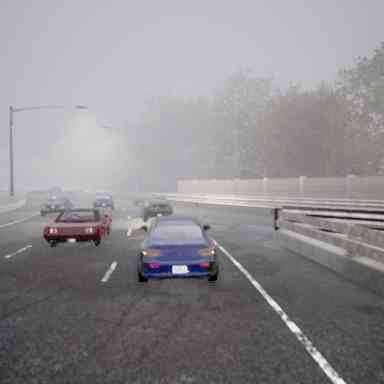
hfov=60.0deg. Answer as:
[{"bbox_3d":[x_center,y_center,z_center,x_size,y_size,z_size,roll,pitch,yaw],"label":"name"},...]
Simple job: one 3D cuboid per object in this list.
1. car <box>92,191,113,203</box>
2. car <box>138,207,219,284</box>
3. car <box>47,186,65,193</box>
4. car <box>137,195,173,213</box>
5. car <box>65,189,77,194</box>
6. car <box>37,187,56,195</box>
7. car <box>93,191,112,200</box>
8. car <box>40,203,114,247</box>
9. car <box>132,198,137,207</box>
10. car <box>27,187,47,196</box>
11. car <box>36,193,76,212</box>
[{"bbox_3d":[-8.573,0.924,31.994,1.812,1.442,4.674,0,1,-17],"label":"car"},{"bbox_3d":[-0.428,1.353,9.001,1.812,1.442,4.674,0,1,-5],"label":"car"},{"bbox_3d":[-29.362,-0.229,70.144,2.150,2.045,5.566,-1,1,-42],"label":"car"},{"bbox_3d":[-2.407,1.086,22.111,1.837,1.490,4.892,0,1,-12],"label":"car"},{"bbox_3d":[-26.669,0.025,72.386,1.812,1.442,4.674,-1,1,-42],"label":"car"},{"bbox_3d":[-36.111,-0.311,82.331,5.566,2.045,2.150,1,1,43],"label":"car"},{"bbox_3d":[-15.038,0.556,55.587,1.895,1.301,4.718,-1,1,-30],"label":"car"},{"bbox_3d":[-4.462,1.341,13.748,1.895,1.301,4.718,0,1,-7],"label":"car"},{"bbox_3d":[-4.680,0.950,34.394,1.895,1.301,4.718,-1,1,-28],"label":"car"},{"bbox_3d":[-32.016,0.069,67.868,1.882,1.535,5.008,-1,1,-42],"label":"car"},{"bbox_3d":[-10.303,1.066,25.546,2.033,1.411,5.357,0,1,-15],"label":"car"}]
